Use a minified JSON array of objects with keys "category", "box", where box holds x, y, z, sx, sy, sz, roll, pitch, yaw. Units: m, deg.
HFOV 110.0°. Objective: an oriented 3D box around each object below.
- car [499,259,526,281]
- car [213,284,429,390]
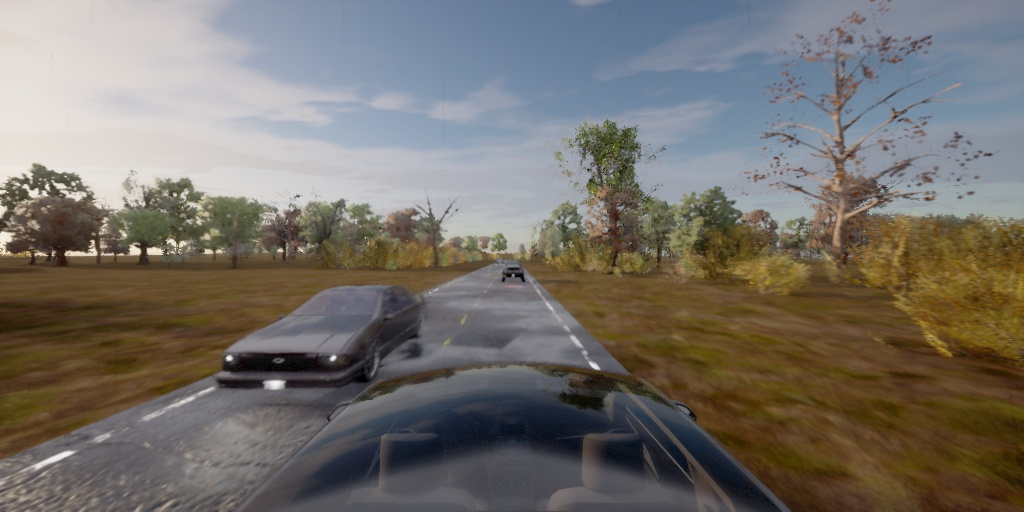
[{"category":"car","box":[0.101,1.267,30.080,1.837,1.490,4.892,0,0,0]},{"category":"car","box":[-3.099,1.300,7.346,2.033,1.411,5.357,0,0,0]}]
